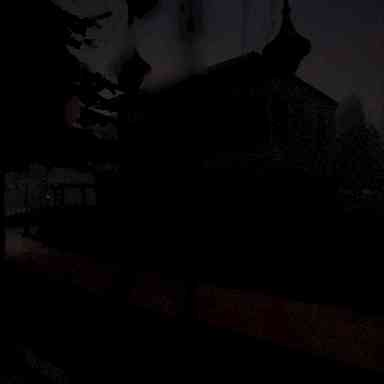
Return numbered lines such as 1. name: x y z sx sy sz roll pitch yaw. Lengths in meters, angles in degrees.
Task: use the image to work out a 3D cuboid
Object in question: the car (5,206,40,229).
1. car: -11.305 1.783 24.020 4.674 1.442 1.812 -1 0 -42
